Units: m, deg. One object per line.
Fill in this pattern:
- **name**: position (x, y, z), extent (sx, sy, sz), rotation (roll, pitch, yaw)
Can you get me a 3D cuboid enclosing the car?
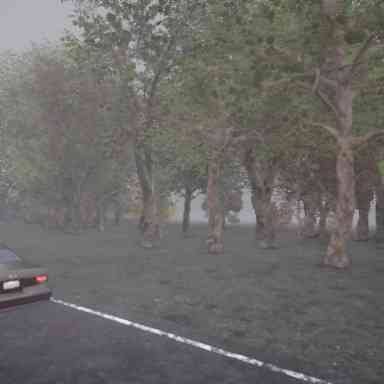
- **car**: position (-5.346, 1.782, 7.576), extent (5.357, 1.411, 2.033), rotation (-1, -4, 36)
